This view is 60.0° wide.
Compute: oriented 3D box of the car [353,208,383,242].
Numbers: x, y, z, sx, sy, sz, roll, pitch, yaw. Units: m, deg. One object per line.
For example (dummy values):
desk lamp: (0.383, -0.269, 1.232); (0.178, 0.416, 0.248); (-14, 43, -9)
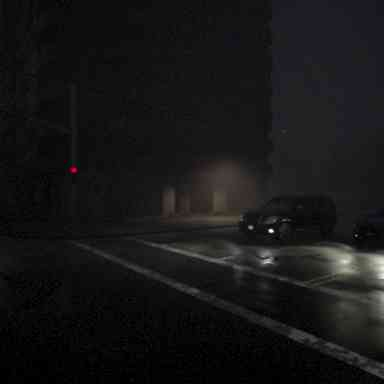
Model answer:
car: (9.103, 1.404, 14.764); (5.008, 1.535, 1.882); (0, 0, -35)

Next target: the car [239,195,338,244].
car: (4.764, 1.161, 15.985); (5.566, 2.045, 2.150); (0, 0, -36)
